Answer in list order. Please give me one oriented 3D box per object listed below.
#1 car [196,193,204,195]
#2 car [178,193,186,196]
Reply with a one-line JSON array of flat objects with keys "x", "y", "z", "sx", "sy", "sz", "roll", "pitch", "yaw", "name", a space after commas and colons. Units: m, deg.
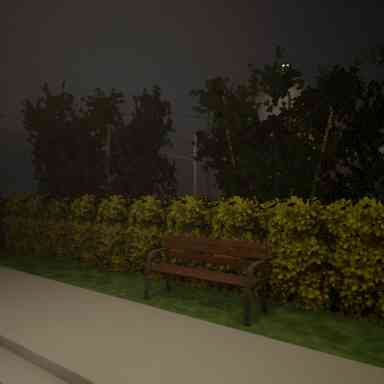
[{"x": 1.175, "y": 0.841, "z": 69.477, "sx": 1.895, "sy": 1.301, "sz": 4.718, "roll": 0, "pitch": 1, "yaw": 35, "name": "car"}, {"x": -2.763, "y": 0.996, "z": 57.874, "sx": 1.882, "sy": 1.535, "sz": 5.008, "roll": 0, "pitch": 2, "yaw": 35, "name": "car"}]
